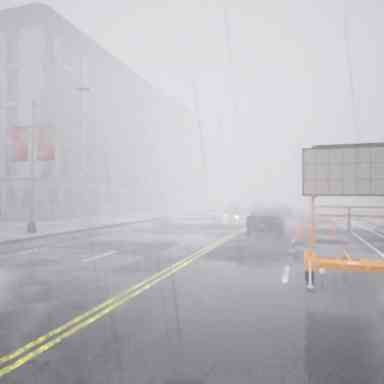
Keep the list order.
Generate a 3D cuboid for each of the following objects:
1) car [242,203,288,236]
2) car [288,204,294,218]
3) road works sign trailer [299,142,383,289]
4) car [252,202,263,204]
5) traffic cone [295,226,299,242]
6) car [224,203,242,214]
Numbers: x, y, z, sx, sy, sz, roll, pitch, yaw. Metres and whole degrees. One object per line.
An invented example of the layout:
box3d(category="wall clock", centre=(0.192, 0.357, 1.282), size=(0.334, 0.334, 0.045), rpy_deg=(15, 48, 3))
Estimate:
box3d(category="car", centre=(4.427, 1.634, 19.555), size=(1.882, 1.535, 5.008), rpy_deg=(0, -1, 18))
box3d(category="car", centre=(9.724, 1.943, 35.476), size=(1.812, 1.442, 4.674), rpy_deg=(0, -1, 18))
box3d(category="road works sign trailer", centre=(4.217, 0.516, 8.956), size=(2.380, 3.560, 2.880), rpy_deg=(0, 0, 18))
box3d(category="car", centre=(8.339, 2.046, 42.231), size=(1.837, 1.490, 4.892), rpy_deg=(0, -1, 18))
box3d(category="traffic cone", centre=(5.117, 2.073, 16.022), size=(0.340, 0.580, 0.340), rpy_deg=(0, -1, 18))
box3d(category="car", centre=(5.556, 2.167, 44.161), size=(1.895, 1.301, 4.718), rpy_deg=(0, -1, 18))
